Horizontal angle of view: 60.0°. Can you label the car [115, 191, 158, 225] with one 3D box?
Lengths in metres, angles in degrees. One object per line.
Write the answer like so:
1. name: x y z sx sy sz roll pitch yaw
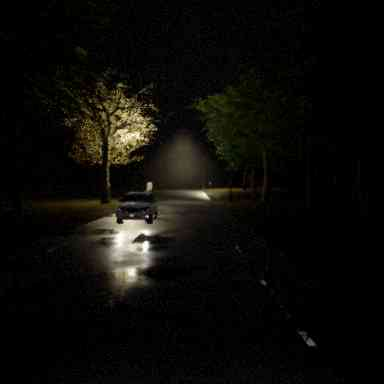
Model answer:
1. car: -3.600 1.002 22.597 2.150 2.045 5.566 0 1 0
